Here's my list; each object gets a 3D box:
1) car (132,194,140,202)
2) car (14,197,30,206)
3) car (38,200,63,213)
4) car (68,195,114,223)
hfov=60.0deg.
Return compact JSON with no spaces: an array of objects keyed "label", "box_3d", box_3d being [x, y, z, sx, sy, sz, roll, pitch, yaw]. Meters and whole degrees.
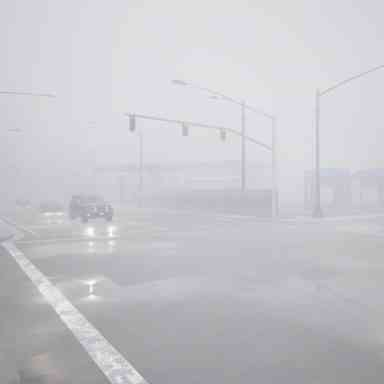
[{"label":"car","box_3d":[-10.533,1.252,71.315,4.611,1.667,2.242,0,0,-34]},{"label":"car","box_3d":[-28.101,1.526,54.946,1.837,1.490,4.892,0,0,-35]},{"label":"car","box_3d":[-15.999,1.587,37.645,1.994,1.385,4.181,0,0,-35]},{"label":"car","box_3d":[-8.180,1.248,26.548,2.150,2.045,5.566,0,0,-35]}]
